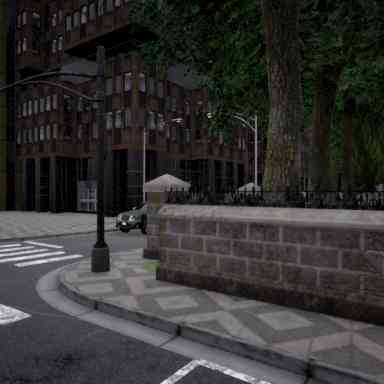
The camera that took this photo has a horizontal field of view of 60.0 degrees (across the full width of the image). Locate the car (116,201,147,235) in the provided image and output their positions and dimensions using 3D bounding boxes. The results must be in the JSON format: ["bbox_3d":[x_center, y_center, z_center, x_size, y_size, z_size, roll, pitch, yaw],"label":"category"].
[{"bbox_3d":[-2.441,1.584,22.039,2.150,2.045,5.566,0,-1,35],"label":"car"}]
